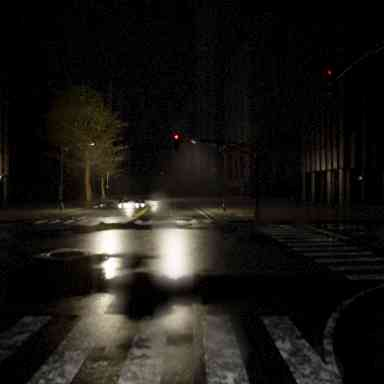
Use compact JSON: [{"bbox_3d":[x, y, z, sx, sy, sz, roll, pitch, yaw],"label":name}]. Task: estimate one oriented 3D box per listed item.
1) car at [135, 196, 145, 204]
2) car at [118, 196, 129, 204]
[{"bbox_3d":[-10.460,1.536,66.916,2.128,1.511,4.902,0,0,-9],"label":"car"},{"bbox_3d":[-13.671,1.536,66.419,2.128,1.511,4.902,0,0,-9],"label":"car"}]
